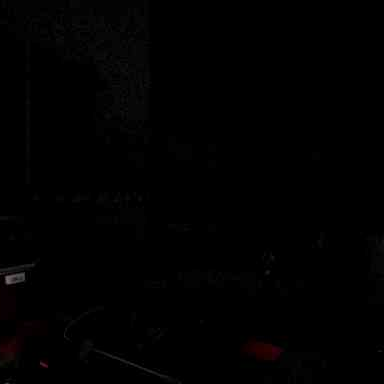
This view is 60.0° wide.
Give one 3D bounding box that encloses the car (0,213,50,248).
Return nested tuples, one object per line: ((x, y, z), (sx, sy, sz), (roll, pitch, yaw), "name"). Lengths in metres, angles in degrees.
((-4.455, 1.315, 6.127), (5.009, 1.841, 2.192), (0, 0, 35), "car")

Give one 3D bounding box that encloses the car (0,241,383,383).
((-0.023, 1.440, 2.976), (4.097, 1.590, 1.967), (0, 0, 35), "car")
